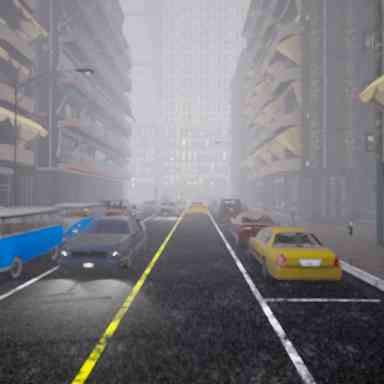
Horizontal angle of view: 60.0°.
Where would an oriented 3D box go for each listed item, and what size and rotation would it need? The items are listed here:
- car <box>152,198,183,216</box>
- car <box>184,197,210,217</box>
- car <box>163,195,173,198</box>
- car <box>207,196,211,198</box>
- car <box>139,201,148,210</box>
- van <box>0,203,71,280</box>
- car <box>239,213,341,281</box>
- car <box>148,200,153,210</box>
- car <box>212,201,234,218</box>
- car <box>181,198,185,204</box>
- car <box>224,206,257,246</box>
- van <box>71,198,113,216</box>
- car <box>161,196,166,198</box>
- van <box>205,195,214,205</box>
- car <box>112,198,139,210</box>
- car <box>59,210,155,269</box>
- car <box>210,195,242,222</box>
[{"bbox_3d":[-2.346,1.616,33.260,2.033,1.411,5.357,0,0,1],"label":"car"},{"bbox_3d":[0.502,1.554,32.450,1.882,1.535,5.008,0,0,1],"label":"car"},{"bbox_3d":[-4.546,1.448,60.442,2.192,1.841,5.009,1,0,1],"label":"car"},{"bbox_3d":[3.187,1.654,49.229,1.752,1.417,4.829,1,0,1],"label":"car"},{"bbox_3d":[-4.987,1.625,26.601,1.802,1.307,4.206,1,0,1],"label":"car"},{"bbox_3d":[-5.203,1.344,9.681,1.690,1.788,3.998,1,0,1],"label":"van"},{"bbox_3d":[2.677,1.556,9.750,1.752,1.417,4.829,1,0,1],"label":"car"},{"bbox_3d":[-4.841,1.653,37.881,1.802,1.307,4.206,1,0,1],"label":"car"},{"bbox_3d":[2.968,1.610,32.309,1.752,1.417,4.829,1,0,1],"label":"car"},{"bbox_3d":[-1.982,1.713,60.919,1.994,1.385,4.181,0,0,1],"label":"car"},{"bbox_3d":[2.747,1.588,15.220,1.887,1.381,4.507,1,0,1],"label":"car"},{"bbox_3d":[-5.130,1.357,15.321,1.690,1.788,3.998,1,0,1],"label":"van"},{"bbox_3d":[-4.769,1.610,43.351,1.752,1.417,4.829,1,0,1],"label":"car"},{"bbox_3d":[3.406,1.519,65.979,1.690,1.788,3.998,1,0,1],"label":"van"},{"bbox_3d":[-5.057,1.344,20.962,2.192,1.841,5.009,1,0,1],"label":"car"},{"bbox_3d":[-2.722,1.563,11.485,2.033,1.411,5.357,0,0,1],"label":"car"},{"bbox_3d":[2.895,1.385,26.500,2.192,1.841,5.009,1,0,1],"label":"car"}]
